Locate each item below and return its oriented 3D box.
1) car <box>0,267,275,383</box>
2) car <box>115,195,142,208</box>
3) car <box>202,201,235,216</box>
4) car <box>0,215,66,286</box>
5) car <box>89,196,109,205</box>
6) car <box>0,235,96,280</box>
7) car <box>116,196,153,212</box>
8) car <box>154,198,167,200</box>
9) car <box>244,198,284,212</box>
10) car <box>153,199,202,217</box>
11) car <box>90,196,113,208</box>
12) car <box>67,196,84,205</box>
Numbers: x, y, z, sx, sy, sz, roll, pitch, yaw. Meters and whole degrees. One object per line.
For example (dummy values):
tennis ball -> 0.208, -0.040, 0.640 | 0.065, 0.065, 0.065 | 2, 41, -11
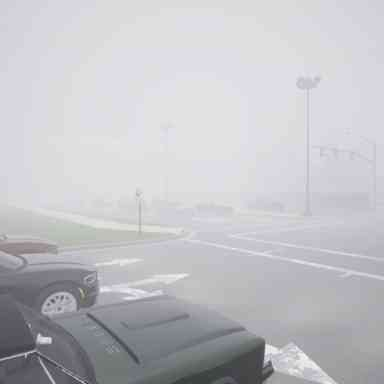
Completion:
car -> -1.535, 1.601, 2.665 | 4.718, 1.301, 1.895 | 0, 0, -35
car -> -9.301, 1.352, 48.377 | 2.097, 1.767, 4.553 | 0, 0, -36
car -> 2.041, 1.601, 32.847 | 1.895, 1.301, 4.718 | 0, 0, -36
car -> -5.934, 1.478, 8.133 | 5.008, 1.535, 1.882 | 0, 0, -35
car -> -16.415, 1.506, 58.285 | 1.837, 1.490, 4.892 | 0, 0, -35
car -> -3.994, 1.478, 5.215 | 5.008, 1.535, 1.882 | 0, 0, -35
car -> -6.833, 1.352, 39.057 | 2.097, 1.767, 4.553 | 0, 0, -36
car -> -3.434, 1.505, 40.337 | 1.837, 1.490, 4.892 | 0, 0, -36
car -> 8.209, 1.477, 38.304 | 1.882, 1.535, 5.008 | 0, 0, -36
car -> -1.502, 1.601, 31.763 | 1.895, 1.301, 4.718 | 0, 0, -36
car -> -12.948, 1.478, 47.452 | 1.882, 1.535, 5.008 | 0, 0, -36
car -> -20.157, 1.478, 57.517 | 1.882, 1.535, 5.008 | 0, 0, -35
